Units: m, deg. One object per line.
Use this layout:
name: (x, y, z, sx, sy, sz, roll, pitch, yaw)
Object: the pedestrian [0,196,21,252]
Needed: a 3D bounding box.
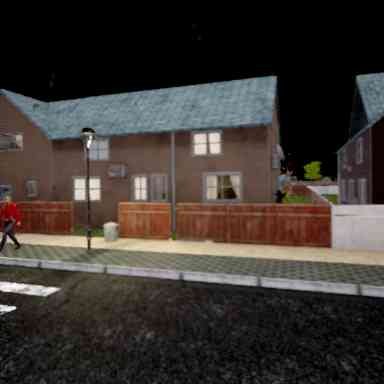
pedestrian: (-5.752, 0.955, 10.446, 0.375, 1.860, 0.375, -1, 1, 18)
